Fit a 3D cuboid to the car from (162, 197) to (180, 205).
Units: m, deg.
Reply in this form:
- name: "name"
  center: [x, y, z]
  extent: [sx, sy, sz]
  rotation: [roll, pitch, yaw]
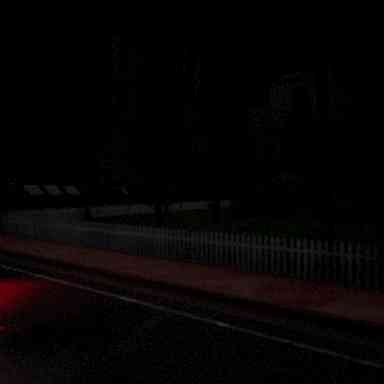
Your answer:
- name: "car"
  center: [-3.858, 1.536, 55.428]
  extent: [1.837, 1.490, 4.892]
  rotation: [0, -1, 34]
